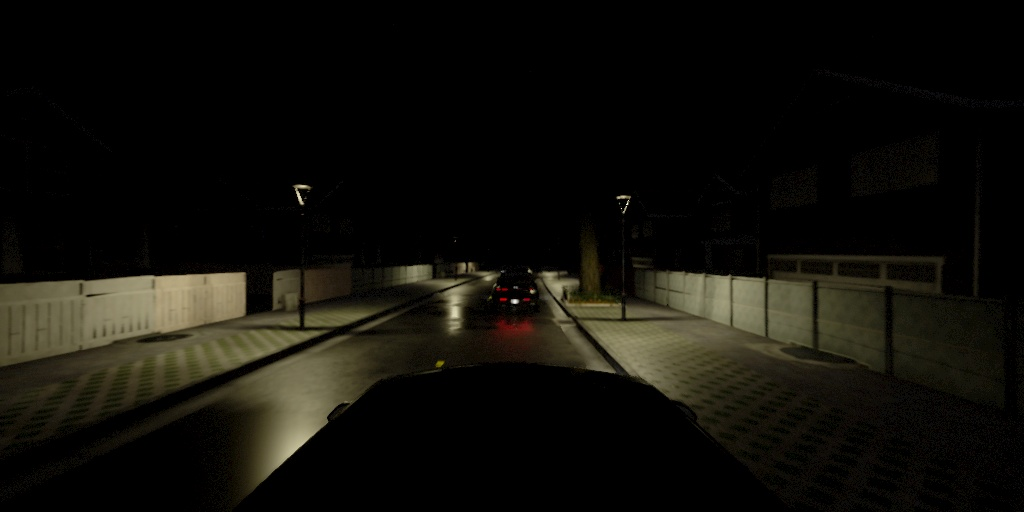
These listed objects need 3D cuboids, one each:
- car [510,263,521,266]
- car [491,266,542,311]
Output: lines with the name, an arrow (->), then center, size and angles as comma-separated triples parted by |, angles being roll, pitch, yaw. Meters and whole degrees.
car -> 0.816, 1.549, 30.265 | 1.837, 1.490, 4.892 | 0, 0, 4
car -> 0.191, 1.388, 15.312 | 1.837, 1.490, 4.892 | 0, 0, 2
